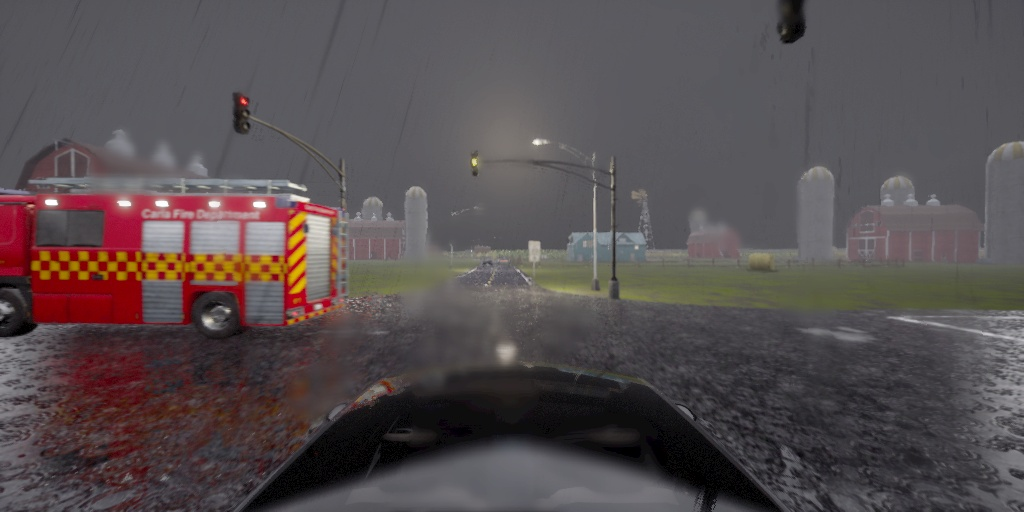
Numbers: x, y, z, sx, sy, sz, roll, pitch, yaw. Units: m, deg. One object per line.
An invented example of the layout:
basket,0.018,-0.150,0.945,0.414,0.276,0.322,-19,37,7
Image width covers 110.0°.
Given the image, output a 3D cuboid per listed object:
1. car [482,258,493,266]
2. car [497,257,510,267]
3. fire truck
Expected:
car,-4.288,1.023,63.129,1.895,1.301,4.718,0,0,-3
car,-1.287,0.921,58.288,2.128,1.511,4.902,0,0,-3
fire truck,-9.182,0.017,9.563,8.468,3.827,2.891,1,1,0
